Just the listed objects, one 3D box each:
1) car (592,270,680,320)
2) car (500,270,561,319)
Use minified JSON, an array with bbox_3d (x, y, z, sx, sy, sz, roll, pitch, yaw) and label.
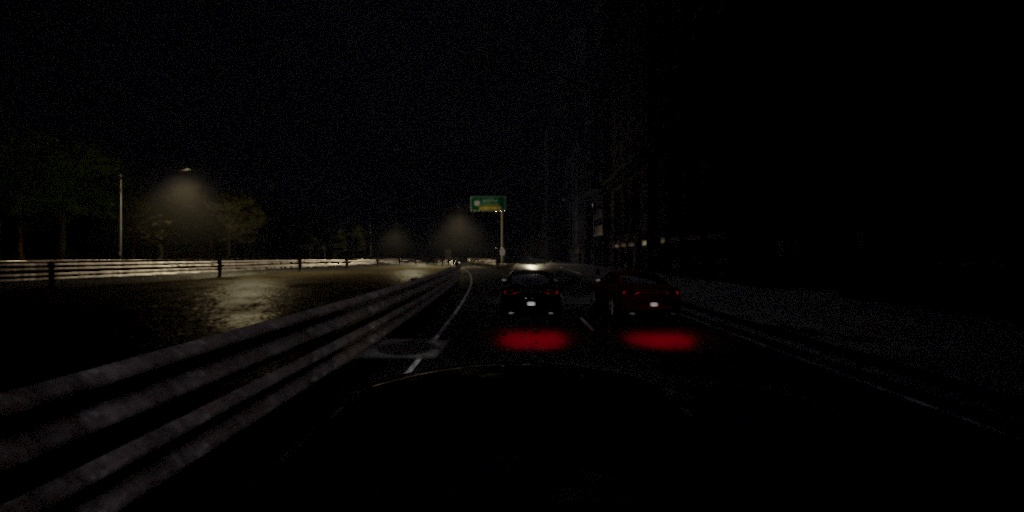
[{"bbox_3d":[4.126,1.228,12.680,1.882,1.535,5.008,0,0,2],"label":"car"},{"bbox_3d":[0.630,1.233,12.817,1.882,1.535,5.008,0,0,2],"label":"car"}]
